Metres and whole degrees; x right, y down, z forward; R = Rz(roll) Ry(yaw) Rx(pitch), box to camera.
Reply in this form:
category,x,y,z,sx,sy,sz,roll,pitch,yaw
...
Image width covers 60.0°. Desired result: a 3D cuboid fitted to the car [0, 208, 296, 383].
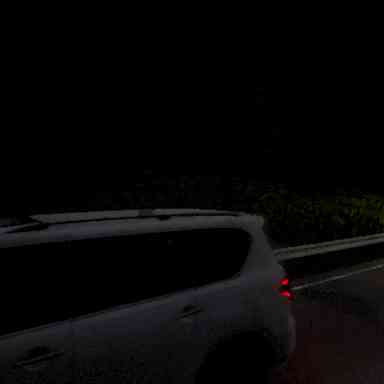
category,x,y,z,sx,sy,sz,roll,pitch,yaw
car,-1.453,1.221,2.944,5.566,2.045,2.150,0,0,-36
